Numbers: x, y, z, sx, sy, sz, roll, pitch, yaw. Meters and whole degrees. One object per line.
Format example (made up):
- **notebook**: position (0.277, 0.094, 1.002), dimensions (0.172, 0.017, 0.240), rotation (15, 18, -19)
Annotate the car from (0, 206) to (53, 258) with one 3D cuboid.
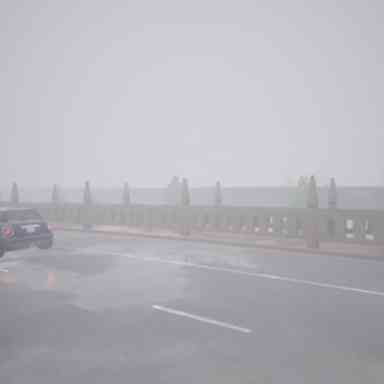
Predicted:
- **car**: position (-7.490, 1.349, 12.711), dimensions (4.553, 1.767, 2.097), rotation (0, 0, 30)
